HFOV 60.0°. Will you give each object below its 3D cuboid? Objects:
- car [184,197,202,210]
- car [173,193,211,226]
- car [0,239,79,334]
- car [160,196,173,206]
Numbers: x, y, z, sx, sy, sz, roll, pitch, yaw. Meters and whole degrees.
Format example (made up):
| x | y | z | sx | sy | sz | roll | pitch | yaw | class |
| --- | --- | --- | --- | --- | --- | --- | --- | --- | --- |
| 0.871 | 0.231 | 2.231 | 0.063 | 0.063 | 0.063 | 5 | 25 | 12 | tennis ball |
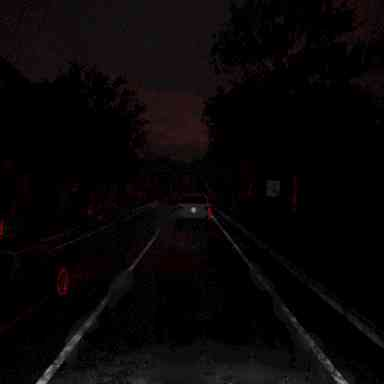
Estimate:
| x | y | z | sx | sy | sz | roll | pitch | yaw | class |
| --- | --- | --- | --- | --- | --- | --- | --- | --- | --- |
| 0.096 | 1.322 | 41.312 | 2.033 | 1.411 | 5.357 | 0 | 0 | 0 | car |
| 0.098 | 1.100 | 22.430 | 2.150 | 2.045 | 5.566 | 0 | 0 | 0 | car |
| -3.601 | 1.569 | 5.625 | 1.895 | 1.301 | 4.718 | 0 | 0 | 0 | car |
| -3.575 | 1.282 | 48.528 | 2.033 | 1.411 | 5.357 | 0 | 0 | 0 | car |
